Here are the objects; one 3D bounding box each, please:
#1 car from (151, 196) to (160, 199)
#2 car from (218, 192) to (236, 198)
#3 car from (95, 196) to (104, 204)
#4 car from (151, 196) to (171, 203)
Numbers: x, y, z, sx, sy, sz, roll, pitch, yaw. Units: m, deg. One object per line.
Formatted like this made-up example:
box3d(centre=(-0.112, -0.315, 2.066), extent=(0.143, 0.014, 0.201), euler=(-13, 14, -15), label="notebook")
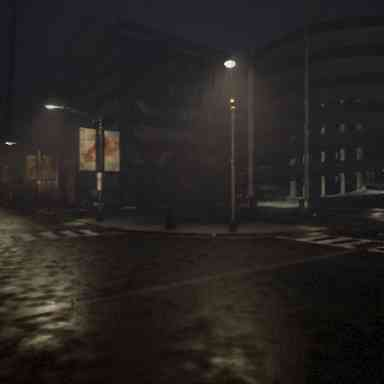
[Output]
box3d(centre=(-5.348, 1.273, 52.295), extent=(2.002, 1.452, 4.674), euler=(0, 0, -36), label="car")
box3d(centre=(8.346, 0.934, 77.723), extent=(2.435, 2.045, 5.566), euler=(0, 0, -36), label="car")
box3d(centre=(-15.823, 1.375, 59.779), extent=(2.161, 1.482, 4.786), euler=(0, 0, -36), label="car")
box3d(centre=(-6.171, 1.403, 66.228), extent=(1.895, 1.301, 4.718), euler=(0, 0, -36), label="car")
